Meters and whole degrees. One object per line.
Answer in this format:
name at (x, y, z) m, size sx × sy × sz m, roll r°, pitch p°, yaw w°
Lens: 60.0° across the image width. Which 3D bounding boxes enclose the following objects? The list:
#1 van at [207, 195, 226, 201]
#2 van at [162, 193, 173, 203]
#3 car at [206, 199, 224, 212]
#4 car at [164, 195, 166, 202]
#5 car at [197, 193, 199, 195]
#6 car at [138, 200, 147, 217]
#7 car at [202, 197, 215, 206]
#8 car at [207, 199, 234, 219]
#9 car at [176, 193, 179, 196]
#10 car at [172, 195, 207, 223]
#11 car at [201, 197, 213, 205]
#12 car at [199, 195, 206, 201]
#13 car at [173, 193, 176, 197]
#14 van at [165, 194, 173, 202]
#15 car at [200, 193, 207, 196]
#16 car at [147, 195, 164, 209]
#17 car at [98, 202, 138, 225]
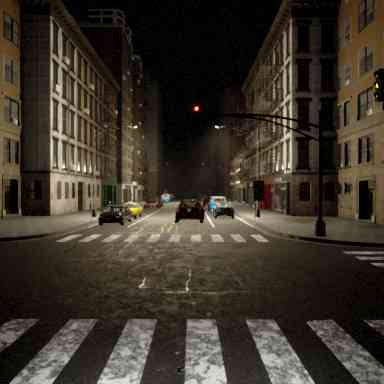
van at (2.689, 1.338, 34.359) m, size 1.690 × 1.788 × 3.998 m, roll 0°, pitch 0°, yaw 0°
van at (-5.336, 1.337, 66.807) m, size 1.690 × 1.788 × 3.998 m, roll 0°, pitch 0°, yaw 0°
car at (2.698, 1.578, 39.766) m, size 1.802 × 1.307 × 4.206 m, roll 0°, pitch 0°, yaw 0°
car at (-5.344, 1.521, 50.418) m, size 1.752 × 1.417 × 4.829 m, roll 0°, pitch 0°, yaw 0°
car at (2.770, 1.539, 83.016) m, size 1.887 × 1.381 × 4.507 m, roll 0°, pitch 0°, yaw 0°
car at (-5.355, 1.523, 28.794) m, size 1.752 × 1.417 × 4.829 m, roll 0°, pitch 0°, yaw 0°
car at (2.725, 1.562, 55.984) m, size 1.947 × 1.339 × 4.313 m, roll 0°, pitch 0°, yaw 0°
car at (2.680, 1.548, 28.953) m, size 2.008 × 1.369 × 4.403 m, roll 0°, pitch 0°, yaw 0°
car at (-5.325, 1.545, 88.432) m, size 2.008 × 1.369 × 4.403 m, roll 0°, pitch 0°, yaw 0°
car at (-0.088, 1.350, 25.864) m, size 2.097 × 1.767 × 4.553 m, roll 0°, pitch 0°, yaw 3°
car at (2.734, 1.546, 61.391) m, size 2.008 × 1.369 × 4.403 m, roll 0°, pitch 0°, yaw 0°
car at (2.779, 1.560, 88.422) m, size 1.947 × 1.339 × 4.313 m, roll 0°, pitch 0°, yaw 0°
car at (-5.333, 1.310, 72.213) m, size 2.192 × 1.841 × 5.009 m, roll 0°, pitch 0°, yaw 0°
van at (-5.331, 1.336, 77.620) m, size 1.690 × 1.788 × 3.998 m, roll 0°, pitch 0°, yaw 0°
car at (2.716, 1.311, 50.578) m, size 2.192 × 1.841 × 5.009 m, roll 0°, pitch 0°, yaw 0°
car at (-5.347, 1.436, 45.182) m, size 1.967 × 1.590 × 4.097 m, roll 0°, pitch 0°, yaw 0°
car at (-5.357, 1.549, 23.557) m, size 2.008 × 1.369 × 4.403 m, roll 0°, pitch 0°, yaw 0°
